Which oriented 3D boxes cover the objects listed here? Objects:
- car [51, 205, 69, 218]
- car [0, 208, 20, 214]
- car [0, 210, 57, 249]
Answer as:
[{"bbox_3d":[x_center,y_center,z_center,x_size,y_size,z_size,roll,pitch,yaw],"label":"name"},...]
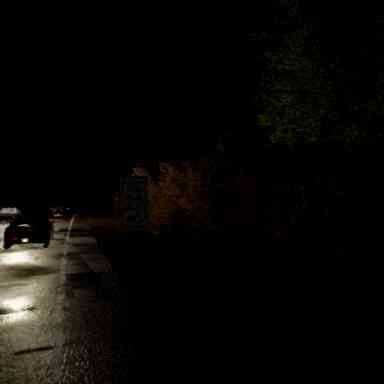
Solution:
[{"bbox_3d":[-16.337,2.379,41.063,1.837,1.490,4.892,1,-1,-18],"label":"car"},{"bbox_3d":[-16.882,2.160,30.936,2.033,1.411,5.357,1,-2,-18],"label":"car"},{"bbox_3d":[-7.998,1.852,16.587,1.837,1.490,4.892,1,-1,-20],"label":"car"}]
